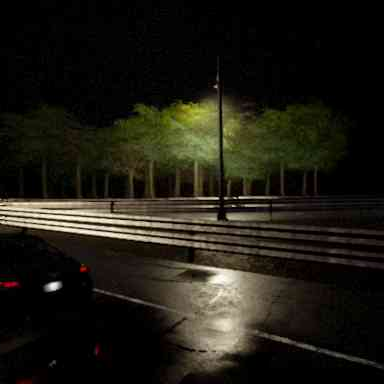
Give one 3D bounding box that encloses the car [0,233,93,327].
[{"bbox_3d":[-3.945,1.548,6.769,4.181,1.385,1.994,0,0,36],"label":"car"}]
